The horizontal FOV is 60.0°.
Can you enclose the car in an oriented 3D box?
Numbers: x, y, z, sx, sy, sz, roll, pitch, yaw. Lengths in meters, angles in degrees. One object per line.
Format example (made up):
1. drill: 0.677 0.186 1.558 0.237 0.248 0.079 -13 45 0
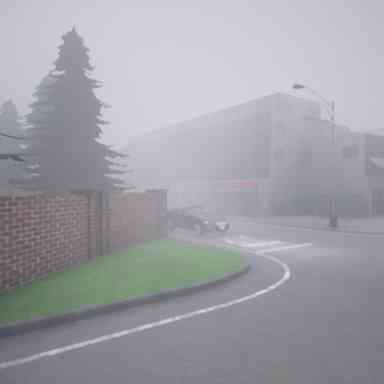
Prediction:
1. car: 0.160 1.558 19.140 2.128 1.511 4.902 -1 0 -35
